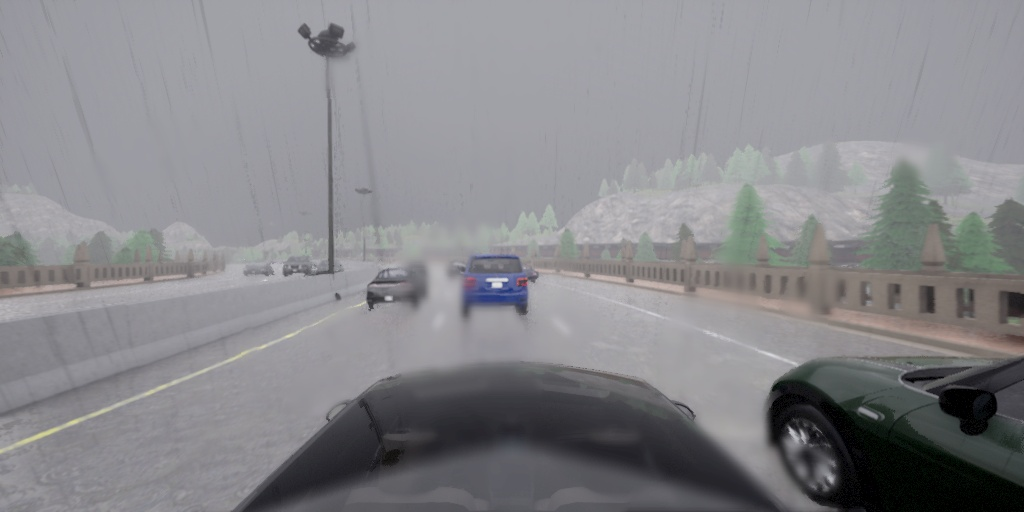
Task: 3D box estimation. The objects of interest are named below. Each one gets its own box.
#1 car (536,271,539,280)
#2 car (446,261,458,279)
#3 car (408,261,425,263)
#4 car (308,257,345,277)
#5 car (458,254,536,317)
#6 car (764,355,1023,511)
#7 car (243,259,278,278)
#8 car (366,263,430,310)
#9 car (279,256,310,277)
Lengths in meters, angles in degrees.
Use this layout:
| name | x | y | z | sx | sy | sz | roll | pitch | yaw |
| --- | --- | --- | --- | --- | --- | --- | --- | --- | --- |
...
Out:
| name | x | y | z | sx | sy | sz | roll | pitch | yaw |
| --- | --- | --- | --- | --- | --- | --- | --- | --- | --- |
| car | 0.420 | 1.254 | 26.321 | 1.895 | 1.301 | 4.718 | 0 | 0 | -13 |
| car | -4.613 | 1.189 | 31.227 | 1.812 | 1.442 | 4.674 | 0 | 0 | -17 |
| car | -8.625 | 1.191 | 32.309 | 1.837 | 1.490 | 4.892 | 0 | 0 | -18 |
| car | -15.734 | 1.092 | 30.900 | 2.097 | 1.767 | 4.553 | -1 | 0 | -20 |
| car | -0.749 | 0.933 | 13.221 | 2.150 | 2.045 | 5.566 | 0 | 0 | -7 |
| car | 3.418 | 1.091 | 1.496 | 2.097 | 1.767 | 4.553 | 0 | 0 | 0 |
| car | -25.198 | 1.325 | 35.882 | 1.812 | 1.442 | 4.674 | 0 | 0 | -25 |
| car | -4.470 | 1.215 | 14.572 | 2.128 | 1.511 | 4.902 | 0 | 0 | -7 |
| car | -21.530 | 0.990 | 36.281 | 2.150 | 2.045 | 5.566 | 0 | 0 | -23 |
